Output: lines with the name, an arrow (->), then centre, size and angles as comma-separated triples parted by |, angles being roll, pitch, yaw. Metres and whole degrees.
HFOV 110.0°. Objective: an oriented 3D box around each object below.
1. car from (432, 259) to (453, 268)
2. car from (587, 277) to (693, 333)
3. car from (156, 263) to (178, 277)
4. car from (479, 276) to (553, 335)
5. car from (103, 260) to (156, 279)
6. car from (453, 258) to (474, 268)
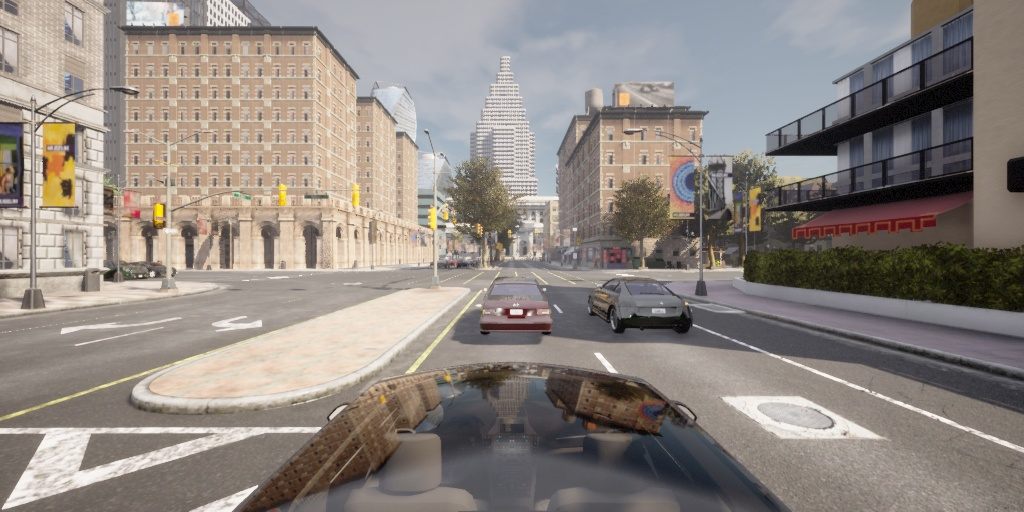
car -> -11.625, 1.275, 60.256 | 1.812, 1.442, 4.674 | 0, 0, 0
car -> 3.589, 1.314, 10.779 | 1.994, 1.385, 4.181 | 0, 0, 0
car -> -34.190, 1.255, 33.505 | 4.892, 1.490, 1.837 | 0, 0, 0
car -> 0.092, 1.297, 10.519 | 2.033, 1.411, 5.357 | 0, 0, 0
car -> -33.348, 1.102, 30.010 | 4.553, 1.767, 2.097 | 0, 0, 0
car -> -8.124, 1.350, 60.377 | 1.895, 1.301, 4.718 | 0, 0, 0
